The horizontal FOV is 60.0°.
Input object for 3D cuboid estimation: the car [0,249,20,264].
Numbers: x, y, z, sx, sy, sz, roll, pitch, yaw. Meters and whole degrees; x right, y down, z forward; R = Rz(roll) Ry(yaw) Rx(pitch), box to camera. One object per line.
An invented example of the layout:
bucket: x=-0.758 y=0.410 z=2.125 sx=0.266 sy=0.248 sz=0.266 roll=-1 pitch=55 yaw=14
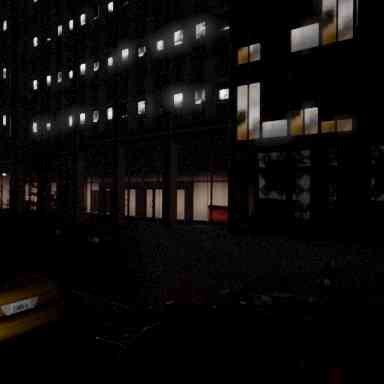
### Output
car: x=-4.215 y=1.524 z=5.888 sx=4.829 sy=1.417 sz=1.752 roll=0 pitch=1 yaw=36

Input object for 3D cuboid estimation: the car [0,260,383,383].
car: x=0.543 y=1.440 z=2.478 sx=4.097 sy=1.590 sz=1.967 roll=0 pitch=1 yaw=36
